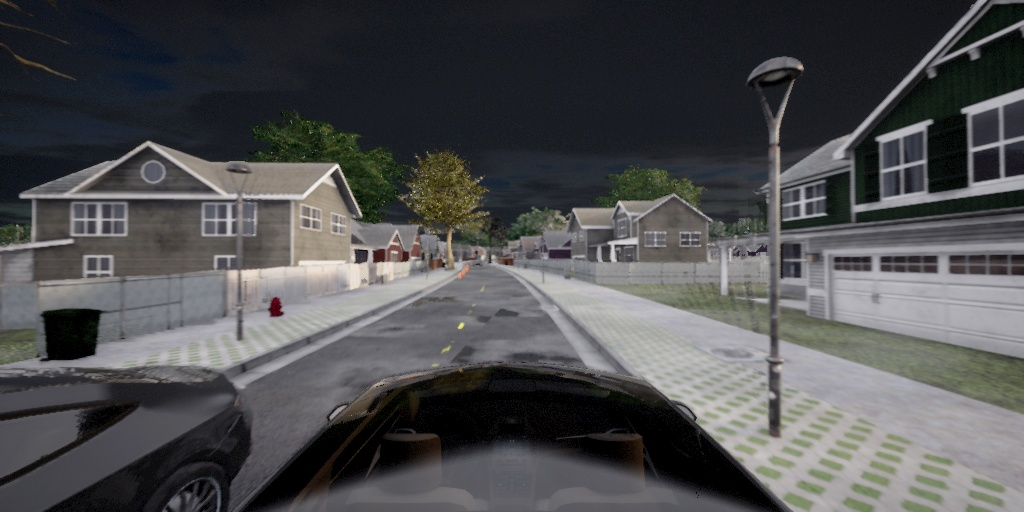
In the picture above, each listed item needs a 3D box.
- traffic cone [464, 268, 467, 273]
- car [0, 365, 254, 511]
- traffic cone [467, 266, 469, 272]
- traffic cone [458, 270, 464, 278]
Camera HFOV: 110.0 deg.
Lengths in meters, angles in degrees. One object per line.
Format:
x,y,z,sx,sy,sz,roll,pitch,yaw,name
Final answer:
-5.227,1.772,38.369,0.340,0.580,0.340,0,0,-4,traffic cone
-2.887,1.280,0.911,1.812,1.442,4.674,0,0,0,car
-5.622,1.792,43.328,0.340,0.580,0.340,0,0,-5,traffic cone
-4.880,1.755,33.405,0.340,0.580,0.340,0,0,-4,traffic cone
